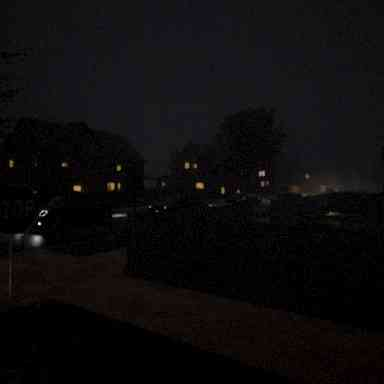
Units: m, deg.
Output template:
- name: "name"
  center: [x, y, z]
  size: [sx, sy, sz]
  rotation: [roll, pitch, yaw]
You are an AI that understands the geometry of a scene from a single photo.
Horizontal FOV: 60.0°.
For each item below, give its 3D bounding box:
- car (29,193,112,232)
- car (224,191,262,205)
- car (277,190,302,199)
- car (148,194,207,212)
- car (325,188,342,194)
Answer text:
- name: "car"
  center: [-6.362, 0.906, 17.103]
  size: [2.097, 1.767, 4.553]
  rotation: [2, 2, 34]
- name: "car"
  center: [5.238, 0.629, 33.449]
  size: [2.033, 1.411, 5.357]
  rotation: [2, 2, 36]
- name: "car"
  center: [12.880, 0.379, 44.071]
  size: [1.895, 1.301, 4.718]
  rotation: [2, 2, 36]
- name: "car"
  center: [-0.894, 0.877, 24.852]
  size: [2.033, 1.411, 5.357]
  rotation: [2, 2, 35]
- name: "car"
  center: [22.249, 0.069, 52.276]
  size: [1.837, 1.490, 4.892]
  rotation: [2, 2, 36]
